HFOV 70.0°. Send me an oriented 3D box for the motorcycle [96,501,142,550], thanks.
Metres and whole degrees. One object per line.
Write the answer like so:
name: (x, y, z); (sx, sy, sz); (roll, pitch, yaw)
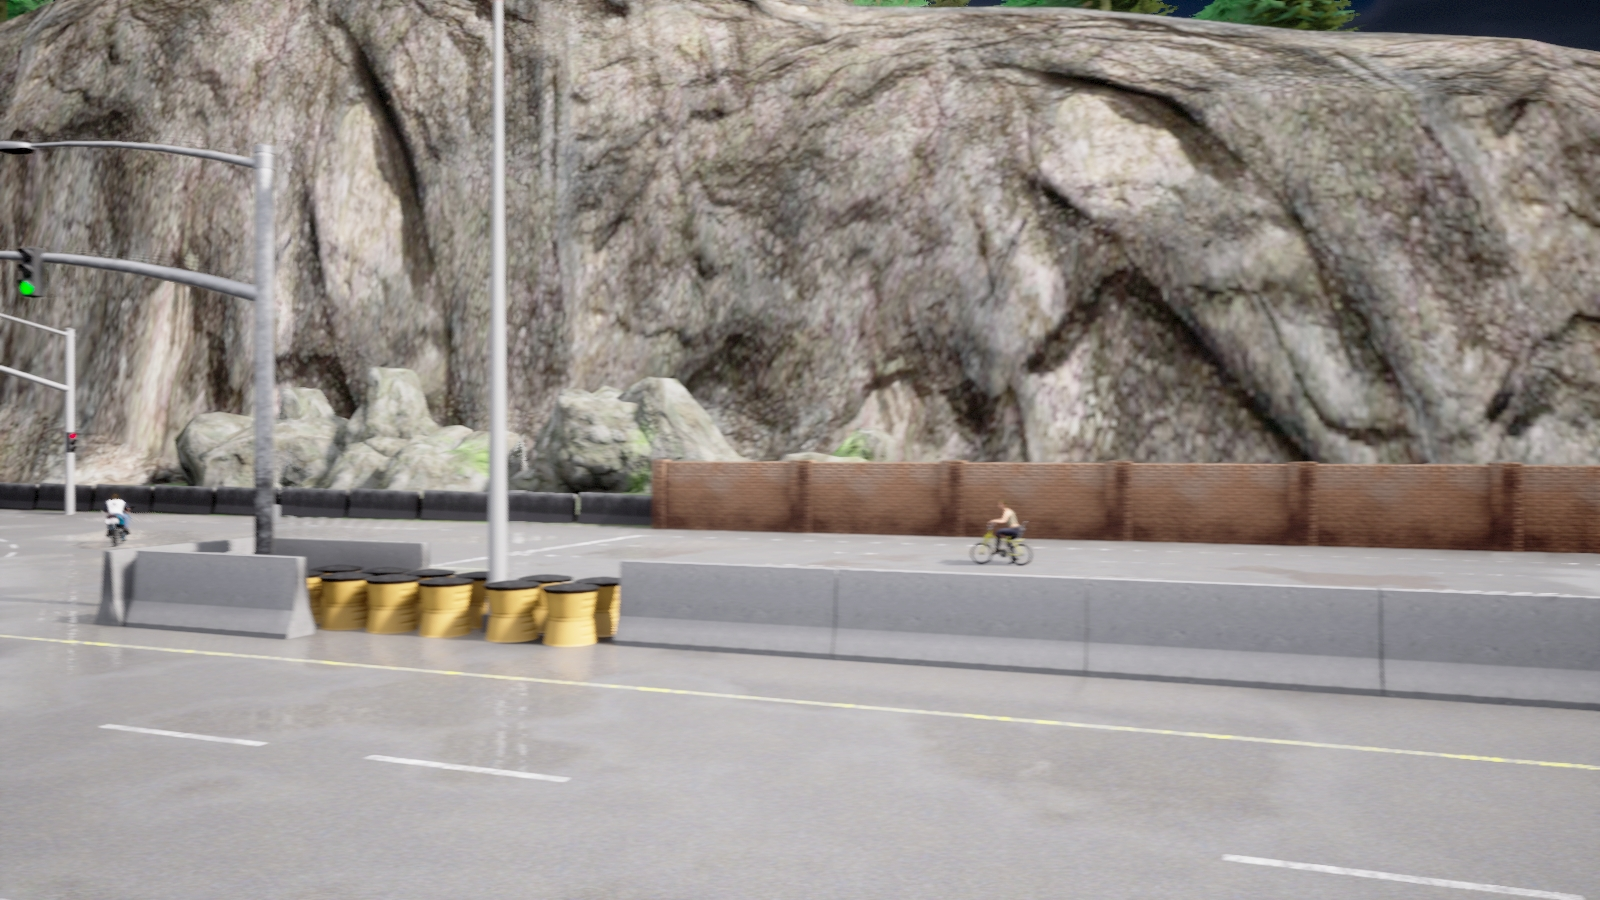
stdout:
motorcycle: (-19.581, 2.149, 32.897); (0.803, 1.217, 2.033); (-5, 2, -23)
